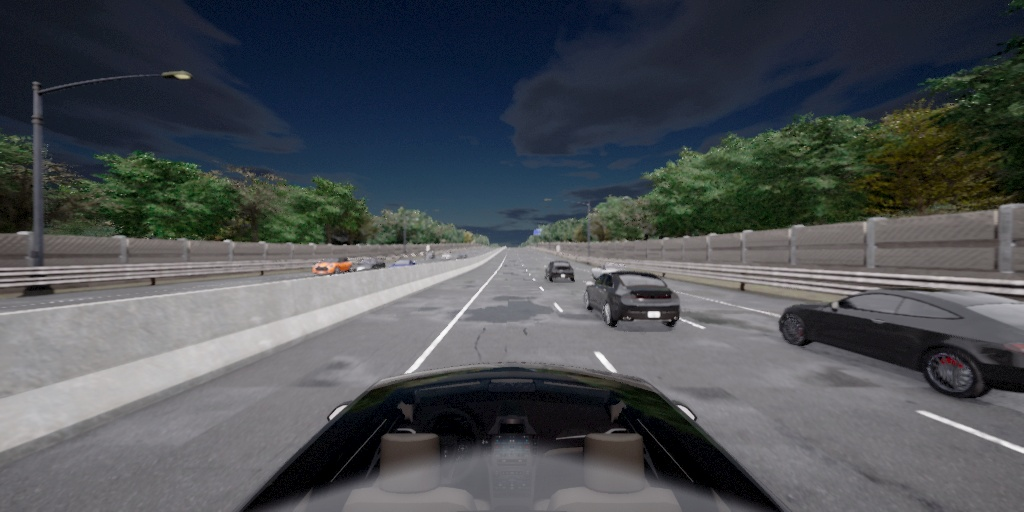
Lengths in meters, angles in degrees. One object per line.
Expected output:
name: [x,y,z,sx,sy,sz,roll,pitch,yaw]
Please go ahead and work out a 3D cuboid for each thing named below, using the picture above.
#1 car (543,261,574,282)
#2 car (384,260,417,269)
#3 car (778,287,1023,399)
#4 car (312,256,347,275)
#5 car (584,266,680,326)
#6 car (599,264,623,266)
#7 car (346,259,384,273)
car: [3.595,1.116,27.597,1.837,1.490,4.892,0,1,0]
car: [-10.592,1.084,35.181,1.812,1.442,4.674,0,0,0]
car: [7.078,1.272,6.354,1.812,1.442,4.674,0,0,0]
car: [-17.589,0.909,35.339,2.097,1.767,4.553,0,0,0]
car: [3.593,1.225,11.483,1.837,1.490,4.892,0,0,0]
car: [7.094,1.222,26.014,1.895,1.301,4.718,0,0,0]
car: [-14.090,1.045,35.749,2.128,1.511,4.902,0,0,0]
